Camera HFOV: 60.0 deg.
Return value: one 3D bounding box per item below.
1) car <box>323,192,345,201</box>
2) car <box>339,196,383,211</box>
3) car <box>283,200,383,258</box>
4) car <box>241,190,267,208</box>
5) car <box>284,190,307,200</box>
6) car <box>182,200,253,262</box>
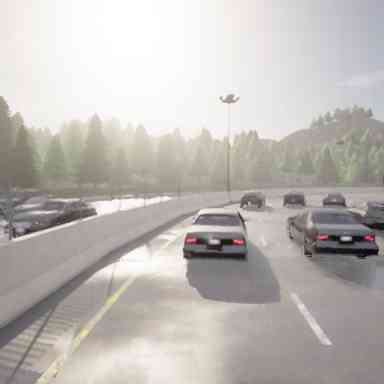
[{"bbox_3d":[13.715,0.683,32.156,1.994,1.385,4.181,1,2,22],"label":"car"},{"bbox_3d":[8.924,1.125,16.263,1.994,1.385,4.181,1,2,11],"label":"car"},{"bbox_3d":[4.494,1.230,11.414,2.033,1.411,5.357,0,2,8],"label":"car"},{"bbox_3d":[5.710,0.630,30.795,1.837,1.490,4.892,1,2,19],"label":"car"},{"bbox_3d":[10.148,0.566,32.687,1.882,1.535,5.008,1,2,21],"label":"car"},{"bbox_3d":[0.891,1.231,10.851,2.033,1.411,5.357,0,2,7],"label":"car"}]
